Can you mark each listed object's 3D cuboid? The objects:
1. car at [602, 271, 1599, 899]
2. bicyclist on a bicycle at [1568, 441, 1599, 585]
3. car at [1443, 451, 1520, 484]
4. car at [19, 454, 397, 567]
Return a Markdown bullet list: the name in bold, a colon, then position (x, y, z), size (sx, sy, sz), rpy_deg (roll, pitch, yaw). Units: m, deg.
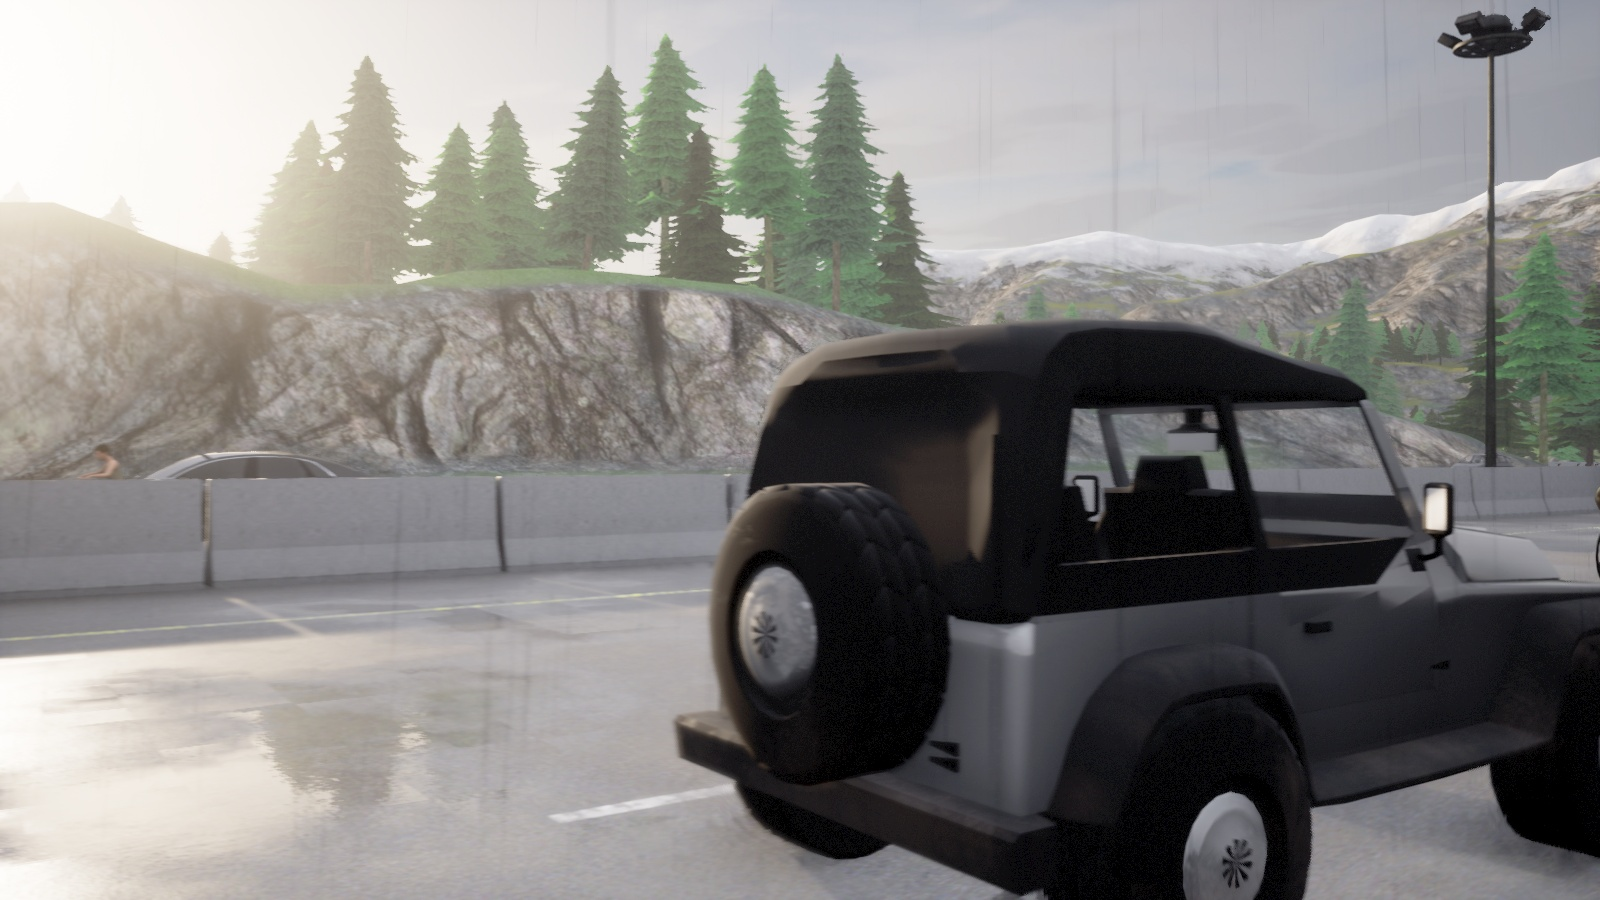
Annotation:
- **car**: position (1.447, 0.549, 4.651), size (3.866, 1.878, 1.905), rpy_deg (0, 0, -35)
- **bicyclist on a bicycle**: position (9.666, 0.713, 14.651), size (1.656, 1.620, 0.582), rpy_deg (0, 0, -35)
- **car**: position (32.949, 0.803, 60.706), size (3.705, 1.549, 1.789), rpy_deg (0, 0, -35)
- **car**: position (-8.798, 0.814, 18.857), size (4.892, 1.490, 1.837), rpy_deg (0, 0, -35)
